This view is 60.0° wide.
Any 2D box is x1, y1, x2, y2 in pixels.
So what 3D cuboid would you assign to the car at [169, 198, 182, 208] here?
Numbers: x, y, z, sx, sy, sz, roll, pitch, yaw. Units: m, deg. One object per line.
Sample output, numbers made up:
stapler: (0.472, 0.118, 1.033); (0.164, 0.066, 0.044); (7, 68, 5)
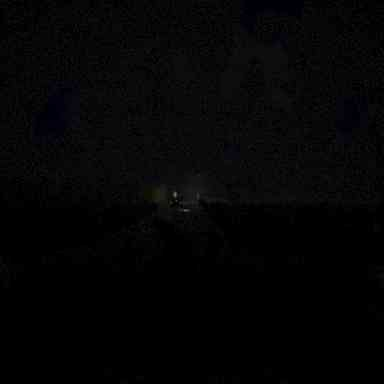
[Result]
car: (-2.752, 1.774, 57.177); (2.097, 1.767, 4.553); (0, 0, 0)
